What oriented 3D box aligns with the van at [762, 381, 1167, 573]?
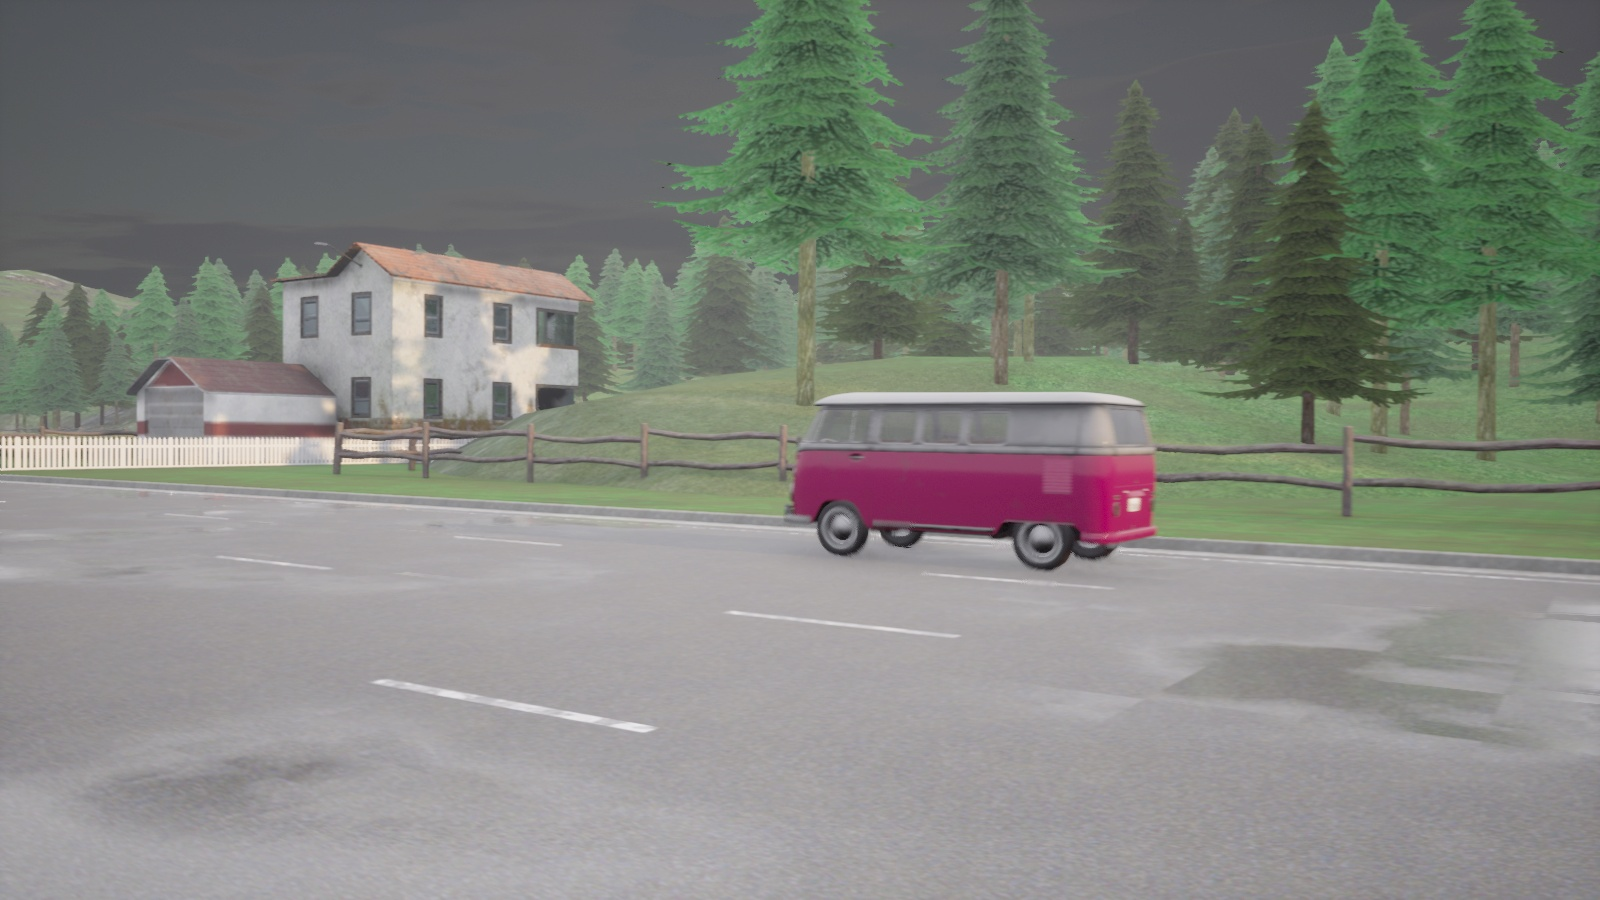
[{"bbox_3d":[1.884,0.264,14.972,4.442,1.987,1.775,0,1,34],"label":"van"}]
